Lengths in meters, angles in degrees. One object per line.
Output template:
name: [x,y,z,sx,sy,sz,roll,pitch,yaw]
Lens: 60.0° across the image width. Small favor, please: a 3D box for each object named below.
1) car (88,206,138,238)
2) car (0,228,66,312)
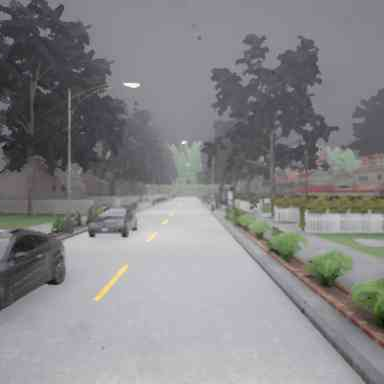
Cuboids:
car: [-4.081,1.518,17.898,1.812,1.442,4.674,0,0,0]
car: [-4.093,1.523,6.772,1.812,1.442,4.674,0,0,0]
